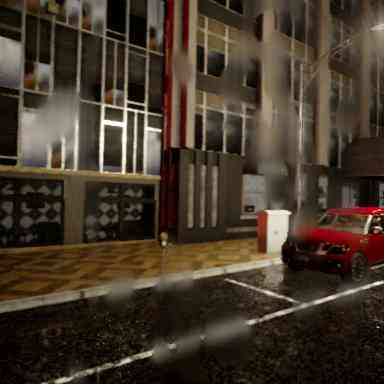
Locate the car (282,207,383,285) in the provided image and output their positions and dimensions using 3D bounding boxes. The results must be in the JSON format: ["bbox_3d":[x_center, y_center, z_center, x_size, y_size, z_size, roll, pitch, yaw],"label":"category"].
[{"bbox_3d":[4.925,1.414,10.019,5.009,1.841,2.192,1,1,-36],"label":"car"}]
